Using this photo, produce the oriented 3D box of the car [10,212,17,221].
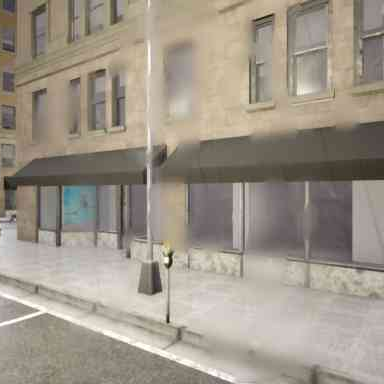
[{"bbox_3d":[-11.204,1.636,26.125,2.033,1.411,5.357,0,0,36],"label":"car"}]
